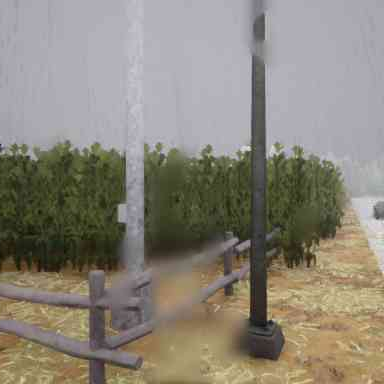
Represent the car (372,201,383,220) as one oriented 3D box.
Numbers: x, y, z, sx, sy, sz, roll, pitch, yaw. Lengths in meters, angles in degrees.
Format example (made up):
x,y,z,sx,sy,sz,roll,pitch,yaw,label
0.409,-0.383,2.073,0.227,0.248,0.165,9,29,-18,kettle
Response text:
x,y,z,sx,sy,sz,roll,pitch,yaw,label
16.414,1.505,28.007,1.837,1.490,4.892,0,0,25,car
